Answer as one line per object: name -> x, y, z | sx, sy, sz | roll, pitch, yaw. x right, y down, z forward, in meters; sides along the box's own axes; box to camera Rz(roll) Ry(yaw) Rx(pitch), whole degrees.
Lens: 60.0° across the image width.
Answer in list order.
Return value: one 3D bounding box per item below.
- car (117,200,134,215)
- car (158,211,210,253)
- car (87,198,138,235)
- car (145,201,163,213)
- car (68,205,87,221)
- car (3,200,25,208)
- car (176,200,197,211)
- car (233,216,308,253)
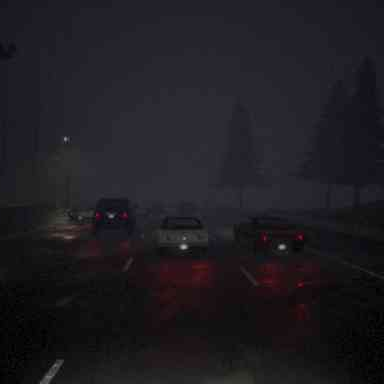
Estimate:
car -> -7.687, 1.751, 38.261 | 1.837, 1.490, 4.892 | 1, 0, -13
car -> -0.472, 1.684, 14.109 | 1.895, 1.301, 4.718 | 0, 0, -5
car -> -4.523, 1.353, 19.941 | 2.150, 2.045, 5.566 | 0, 0, -7
car -> -4.658, 1.775, 40.747 | 1.812, 1.442, 4.674 | 0, 0, -13
car -> -9.423, 1.799, 29.062 | 1.895, 1.301, 4.718 | 0, 0, -10
car -> -24.346, 1.820, 45.595 | 1.882, 1.535, 5.008 | 0, 0, -16
car -> -0.727, 1.720, 39.272 | 2.128, 1.511, 4.902 | 0, 0, -12
car -> 3.041, 1.672, 14.057 | 1.895, 1.301, 4.718 | 0, 0, -4
